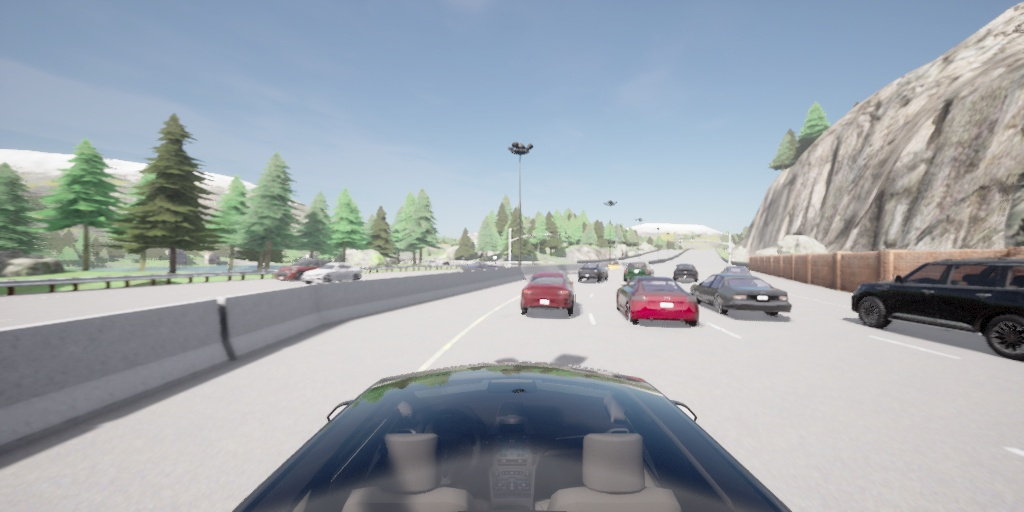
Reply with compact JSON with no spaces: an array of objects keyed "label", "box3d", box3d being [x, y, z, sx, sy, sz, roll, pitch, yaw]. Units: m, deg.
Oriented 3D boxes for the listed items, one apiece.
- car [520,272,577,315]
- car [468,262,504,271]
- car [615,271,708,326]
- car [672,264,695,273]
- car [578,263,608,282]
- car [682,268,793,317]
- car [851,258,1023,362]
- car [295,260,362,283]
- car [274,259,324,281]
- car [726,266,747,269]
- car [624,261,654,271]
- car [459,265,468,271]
[{"label":"car","box3d":[1.459,1.317,13.774,1.812,1.442,4.674,0,0,10]},{"label":"car","box3d":[-2.088,1.438,36.414,1.895,1.301,4.718,0,0,26]},{"label":"car","box3d":[4.731,1.376,12.198,1.994,1.385,4.181,0,0,9]},{"label":"car","box3d":[14.928,1.438,30.850,1.837,1.490,4.892,0,0,27]},{"label":"car","box3d":[6.913,1.370,30.361,2.128,1.511,4.902,0,0,25]},{"label":"car","box3d":[8.509,1.389,13.888,2.033,1.411,5.357,0,0,12]},{"label":"car","box3d":[11.172,1.066,8.515,2.150,2.045,5.566,0,0,8]},{"label":"car","box3d":[-13.332,1.260,26.920,1.812,1.442,4.674,0,0,18]},{"label":"car","box3d":[-16.410,1.071,28.723,2.097,1.767,4.553,0,0,19]},{"label":"car","box3d":[16.818,1.482,26.976,2.033,1.411,5.357,0,0,26]},{"label":"car","box3d":[10.665,1.255,30.064,2.097,1.767,4.553,0,0,25]},{"label":"car","box3d":[-3.858,1.385,40.717,2.033,1.411,5.357,0,0,28]}]
